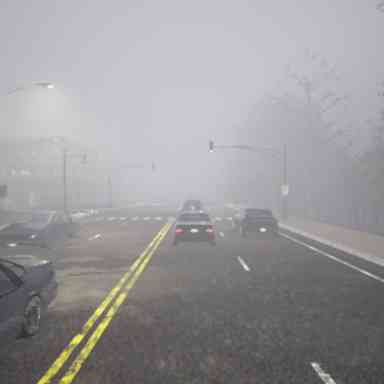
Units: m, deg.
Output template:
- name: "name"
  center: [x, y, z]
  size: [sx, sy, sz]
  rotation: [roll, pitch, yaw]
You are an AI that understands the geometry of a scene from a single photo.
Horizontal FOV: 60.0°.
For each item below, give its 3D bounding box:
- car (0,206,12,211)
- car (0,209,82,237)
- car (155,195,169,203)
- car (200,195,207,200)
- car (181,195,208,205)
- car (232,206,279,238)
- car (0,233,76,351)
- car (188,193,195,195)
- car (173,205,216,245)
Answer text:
- name: "car"
  center: [-19.975, 1.869, 33.125]
  size: [4.313, 1.339, 1.947]
  rotation: [-1, 1, 0]
- name: "car"
  center: [-6.589, 1.571, 14.901]
  size: [2.033, 1.411, 5.357]
  rotation: [0, 0, 0]
- name: "car"
  center: [-6.544, 1.628, 69.703]
  size: [2.128, 1.511, 4.902]
  rotation: [0, 0, 0]
- name: "car"
  center: [3.188, 1.520, 93.995]
  size: [1.994, 1.385, 4.181]
  rotation: [0, 0, 0]
- name: "car"
  center: [0.082, 1.400, 30.481]
  size: [2.097, 1.767, 4.553]
  rotation: [0, 0, 0]
- name: "car"
  center: [3.341, 1.534, 18.056]
  size: [1.837, 1.490, 4.892]
  rotation: [0, 0, 0]
- name: "car"
  center: [-3.352, 1.554, 3.853]
  size: [2.033, 1.411, 5.357]
  rotation: [0, 0, 0]
- name: "car"
  center: [-0.056, 1.339, 83.604]
  size: [2.150, 2.045, 5.566]
  rotation: [0, 0, 0]
- name: "car"
  center: [0.089, 1.572, 15.562]
  size: [2.033, 1.411, 5.357]
  rotation: [0, 0, 0]
